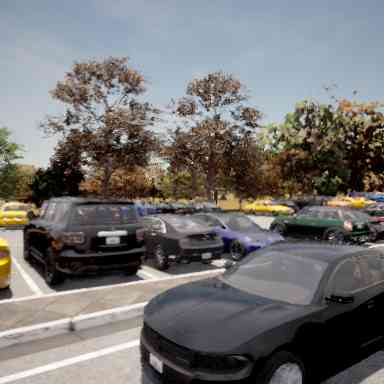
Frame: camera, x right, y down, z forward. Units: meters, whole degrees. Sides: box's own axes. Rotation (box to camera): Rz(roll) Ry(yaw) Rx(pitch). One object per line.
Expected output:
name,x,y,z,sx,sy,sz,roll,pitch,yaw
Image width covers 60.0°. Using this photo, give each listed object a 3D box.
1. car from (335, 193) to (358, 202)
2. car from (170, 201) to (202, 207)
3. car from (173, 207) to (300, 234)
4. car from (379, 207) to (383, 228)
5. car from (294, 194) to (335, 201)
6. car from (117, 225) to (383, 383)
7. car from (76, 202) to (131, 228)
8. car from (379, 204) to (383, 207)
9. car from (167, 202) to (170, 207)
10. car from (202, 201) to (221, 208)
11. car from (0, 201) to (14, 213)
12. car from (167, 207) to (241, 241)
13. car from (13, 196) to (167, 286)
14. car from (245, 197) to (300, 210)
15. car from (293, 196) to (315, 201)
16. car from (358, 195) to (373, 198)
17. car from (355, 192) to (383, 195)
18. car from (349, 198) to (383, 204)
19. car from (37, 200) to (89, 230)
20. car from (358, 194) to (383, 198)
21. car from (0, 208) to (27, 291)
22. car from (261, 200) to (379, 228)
car,16.521,1.351,39.276,2.185,1.767,4.553,-1,1,-35
car,-1.750,1.524,26.473,2.097,1.535,5.008,1,0,-35
car,1.324,1.546,12.638,2.163,1.488,4.792,1,0,-35
car,8.186,1.642,17.430,2.163,1.488,4.792,0,0,-35
car,11.947,1.288,36.078,2.435,2.045,5.566,-1,1,-35
car,1.668,1.501,4.866,5.008,1.535,1.882,1,0,-35
car,-6.313,1.480,23.258,2.163,1.488,4.792,1,0,-35
car,10.438,1.657,19.074,2.163,1.488,4.792,0,0,-35
car,-4.038,1.491,24.876,2.097,1.535,5.008,1,0,-35
car,0.642,1.550,28.143,2.231,1.521,4.892,1,0,-35
car,-10.903,1.330,20.313,1.946,1.575,5.366,2,-1,-35
car,-0.966,1.464,11.065,2.231,1.521,4.892,1,-1,-35
car,-3.267,1.148,9.500,2.435,2.045,5.566,2,-1,-35
car,7.496,1.566,32.711,1.946,1.575,5.366,0,0,-35
car,9.674,1.557,34.465,2.097,1.535,5.008,0,0,-35
car,18.827,1.434,40.842,2.097,1.535,5.008,-1,1,-35
car,23.505,1.084,44.078,2.435,2.045,5.566,-1,1,-35
car,12.723,1.509,20.671,2.185,1.767,4.553,0,0,-35
car,-8.612,1.395,21.914,1.946,1.575,5.366,2,-1,-35
car,21.102,1.380,42.663,1.946,1.575,5.366,-1,1,-35
car,-5.543,1.326,7.870,2.097,1.535,5.008,2,-1,-35
car,5.903,1.464,15.832,2.185,1.767,4.553,1,0,-35
